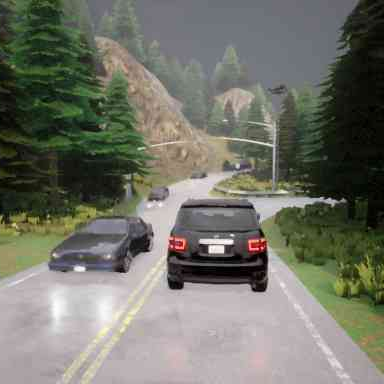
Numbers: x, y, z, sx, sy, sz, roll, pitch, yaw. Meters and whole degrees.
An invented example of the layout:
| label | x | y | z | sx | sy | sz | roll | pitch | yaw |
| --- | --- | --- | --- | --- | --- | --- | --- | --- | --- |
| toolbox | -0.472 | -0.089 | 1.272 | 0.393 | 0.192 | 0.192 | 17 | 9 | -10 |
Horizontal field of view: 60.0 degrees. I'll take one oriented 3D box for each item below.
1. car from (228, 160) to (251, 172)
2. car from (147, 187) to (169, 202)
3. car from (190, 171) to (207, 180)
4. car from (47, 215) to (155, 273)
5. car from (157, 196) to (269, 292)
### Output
| label | x | y | z | sx | sy | sz | roll | pitch | yaw |
| --- | --- | --- | --- | --- | --- | --- | --- | --- | --- |
| car | 10.064 | -5.495 | 69.857 | 5.566 | 2.045 | 2.150 | -10 | 10 | -40 |
| car | -3.881 | 0.174 | 39.077 | 2.033 | 1.411 | 5.357 | -1 | 9 | 6 |
| car | 1.136 | -2.875 | 57.307 | 1.994 | 1.385 | 4.181 | 2 | 9 | 21 |
| car | -2.509 | 1.480 | 10.745 | 2.033 | 1.411 | 5.357 | 0 | 0 | 5 |
| car | 0.705 | 1.172 | 9.001 | 2.150 | 2.045 | 5.566 | 0 | 0 | 5 |
